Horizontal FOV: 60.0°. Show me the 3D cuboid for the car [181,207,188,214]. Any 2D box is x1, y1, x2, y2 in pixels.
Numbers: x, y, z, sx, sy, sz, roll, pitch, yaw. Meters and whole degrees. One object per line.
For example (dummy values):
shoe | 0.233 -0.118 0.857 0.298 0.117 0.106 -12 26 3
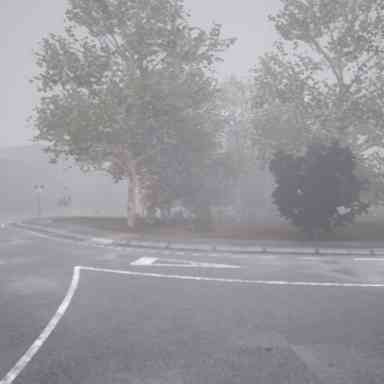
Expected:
car | -1.467 4.961 93.413 2.435 2.045 5.566 0 -2 23
